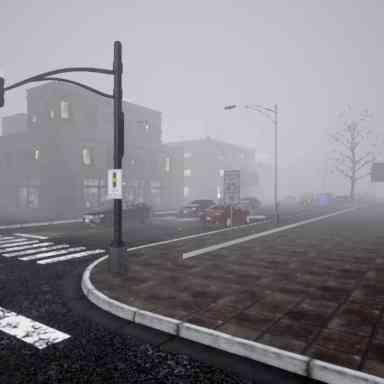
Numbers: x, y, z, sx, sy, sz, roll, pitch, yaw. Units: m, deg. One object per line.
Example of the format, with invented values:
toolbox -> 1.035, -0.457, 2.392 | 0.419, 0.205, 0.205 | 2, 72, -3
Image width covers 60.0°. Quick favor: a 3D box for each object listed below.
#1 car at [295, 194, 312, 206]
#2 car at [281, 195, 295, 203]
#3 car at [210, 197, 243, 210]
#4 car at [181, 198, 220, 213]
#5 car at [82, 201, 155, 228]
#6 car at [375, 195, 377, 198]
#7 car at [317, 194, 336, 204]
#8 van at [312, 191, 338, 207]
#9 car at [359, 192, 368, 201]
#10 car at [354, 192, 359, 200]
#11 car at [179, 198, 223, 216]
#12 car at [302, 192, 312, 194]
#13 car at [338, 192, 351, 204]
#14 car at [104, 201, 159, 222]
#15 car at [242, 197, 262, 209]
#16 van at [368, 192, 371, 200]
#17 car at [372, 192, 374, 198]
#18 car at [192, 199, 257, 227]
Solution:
car -> 16.385, 1.269, 46.475 | 1.895, 1.301, 4.718 | 0, 0, 35
car -> 16.631, 1.200, 57.014 | 1.802, 1.307, 4.206 | 0, 1, 35
car -> 4.076, 1.332, 38.822 | 1.947, 1.339, 4.313 | 0, 1, 35
car -> 0.938, 1.354, 34.274 | 2.008, 1.369, 4.403 | 0, 1, 35
car -> -4.743, 1.384, 21.491 | 2.128, 1.511, 4.902 | 0, 0, 35
car -> 45.500, 0.798, 84.091 | 1.967, 1.590, 4.097 | 0, 1, 35
car -> 22.209, 1.078, 54.929 | 1.882, 1.535, 5.008 | 0, 0, 34
van -> 17.252, 1.021, 43.157 | 1.690, 1.788, 3.998 | 0, 1, 35
car -> 32.945, 0.938, 65.899 | 1.967, 1.590, 4.097 | 0, 1, 35
car -> 26.668, 1.115, 56.803 | 1.887, 1.381, 4.507 | 0, 1, 35
car -> 0.760, 1.353, 29.459 | 1.812, 1.442, 4.674 | 0, 0, 35
car -> 22.909, 0.861, 66.109 | 2.192, 1.841, 5.009 | 0, 1, 35
car -> 23.529, 1.172, 52.255 | 1.947, 1.339, 4.313 | 0, 1, 35
car -> -4.664, 1.452, 26.156 | 1.802, 1.307, 4.206 | 0, 1, 35
car -> 6.324, 1.287, 37.516 | 1.812, 1.442, 4.674 | 0, 0, 35
van -> 36.084, 0.804, 70.446 | 1.690, 1.788, 3.998 | 0, 1, 35
car -> 39.222, 0.972, 74.995 | 1.887, 1.381, 4.507 | 0, 1, 35
car -> 2.233, 1.402, 21.395 | 1.887, 1.381, 4.507 | 0, 1, 35
